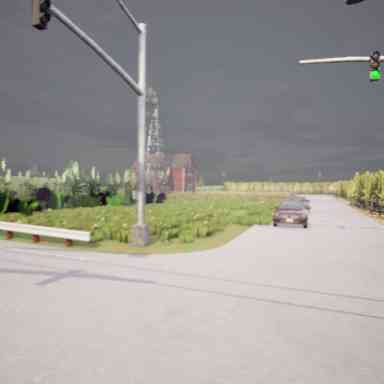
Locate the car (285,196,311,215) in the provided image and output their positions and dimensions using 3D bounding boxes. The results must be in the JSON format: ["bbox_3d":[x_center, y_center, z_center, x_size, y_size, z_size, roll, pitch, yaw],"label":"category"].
[{"bbox_3d":[9.403,1.136,29.274,1.994,1.385,4.181,1,1,20],"label":"car"}]

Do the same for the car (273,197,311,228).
[{"bbox_3d":[6.024,1.227,19.988,1.812,1.442,4.674,1,1,20],"label":"car"}]
